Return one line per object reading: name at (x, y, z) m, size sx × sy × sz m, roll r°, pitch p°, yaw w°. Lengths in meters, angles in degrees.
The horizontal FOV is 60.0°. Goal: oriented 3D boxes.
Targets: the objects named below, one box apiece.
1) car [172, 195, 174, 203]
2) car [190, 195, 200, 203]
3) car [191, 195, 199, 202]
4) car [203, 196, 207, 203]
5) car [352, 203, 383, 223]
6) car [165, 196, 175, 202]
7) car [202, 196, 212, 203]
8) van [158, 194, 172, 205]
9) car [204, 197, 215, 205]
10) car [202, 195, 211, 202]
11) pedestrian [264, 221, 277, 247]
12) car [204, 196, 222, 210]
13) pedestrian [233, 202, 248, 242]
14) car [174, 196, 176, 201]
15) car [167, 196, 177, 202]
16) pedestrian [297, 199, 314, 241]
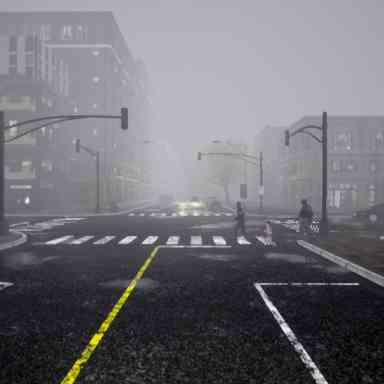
car at (-5.143, 1.648, 66.498) m, size 1.802 × 1.307 × 4.206 m, roll 0°, pitch 0°, yaw 0°
car at (0.582, 1.543, 70.435) m, size 1.882 × 1.535 × 5.008 m, roll 0°, pitch 0°, yaw 0°
car at (0.668, 1.537, 80.851) m, size 1.812 × 1.442 × 4.674 m, roll 0°, pitch 0°, yaw 0°
car at (3.097, 1.476, 49.338) m, size 1.967 × 1.590 × 4.097 m, roll 0°, pitch 0°, yaw 0°
car at (15.029, 1.576, 25.860) m, size 4.892 × 1.490 × 1.837 m, roll 0°, pitch 0°, yaw -2°
car at (-5.049, 1.659, 77.891) m, size 1.947 × 1.339 × 4.313 m, roll 0°, pitch 0°, yaw 0°
car at (3.285, 1.630, 72.124) m, size 2.008 × 1.369 × 4.403 m, roll 0°, pitch 0°, yaw 0°
van at (-5.190, 1.396, 60.802) m, size 1.690 × 1.788 × 3.998 m, roll 0°, pitch 0°, yaw 0°
car at (3.190, 1.637, 60.731) m, size 1.802 × 1.307 × 4.206 m, roll 0°, pitch 0°, yaw 0°
car at (3.331, 1.533, 77.821) m, size 1.967 × 1.590 × 4.097 m, roll 0°, pitch 0°, yaw 0°
pedestrian at (3.163, 1.673, 13.493) m, size 0.500 × 1.100 × 0.500 m, roll 0°, pitch 0°, yaw 0°
car at (3.049, 1.578, 43.641) m, size 2.008 × 1.369 × 4.403 m, roll 0°, pitch 0°, yaw 0°
pedestrian at (2.153, 1.293, 14.701) m, size 0.375 × 1.860 × 0.375 m, roll 0°, pitch 0°, yaw 0°
car at (-5.096, 1.394, 72.195) m, size 2.192 × 1.841 × 5.009 m, roll 0°, pitch 0°, yaw 0°
car at (-5.002, 1.659, 83.587) m, size 2.008 × 1.369 × 4.403 m, roll 0°, pitch 0°, yaw 0°
pedestrian at (4.794, 1.141, 14.080) m, size 0.375 × 1.860 × 0.375 m, roll 0°, pitch 0°, yaw 0°
